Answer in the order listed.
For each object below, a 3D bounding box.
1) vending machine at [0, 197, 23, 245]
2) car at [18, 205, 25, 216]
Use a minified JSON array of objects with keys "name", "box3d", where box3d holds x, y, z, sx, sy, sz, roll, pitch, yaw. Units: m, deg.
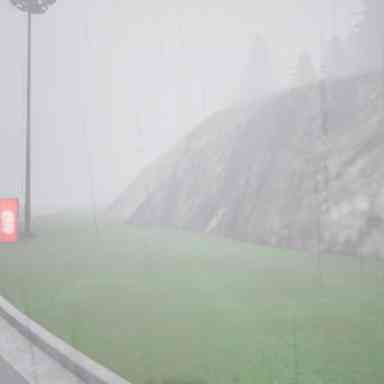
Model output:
[{"name":"vending machine","box3d":[-8.295,1.272,15.034,1.100,2.100,0.880,1,-1,-28]},{"name":"car","box3d":[-17.652,1.687,32.164,1.812,1.442,4.674,0,0,-13]}]
